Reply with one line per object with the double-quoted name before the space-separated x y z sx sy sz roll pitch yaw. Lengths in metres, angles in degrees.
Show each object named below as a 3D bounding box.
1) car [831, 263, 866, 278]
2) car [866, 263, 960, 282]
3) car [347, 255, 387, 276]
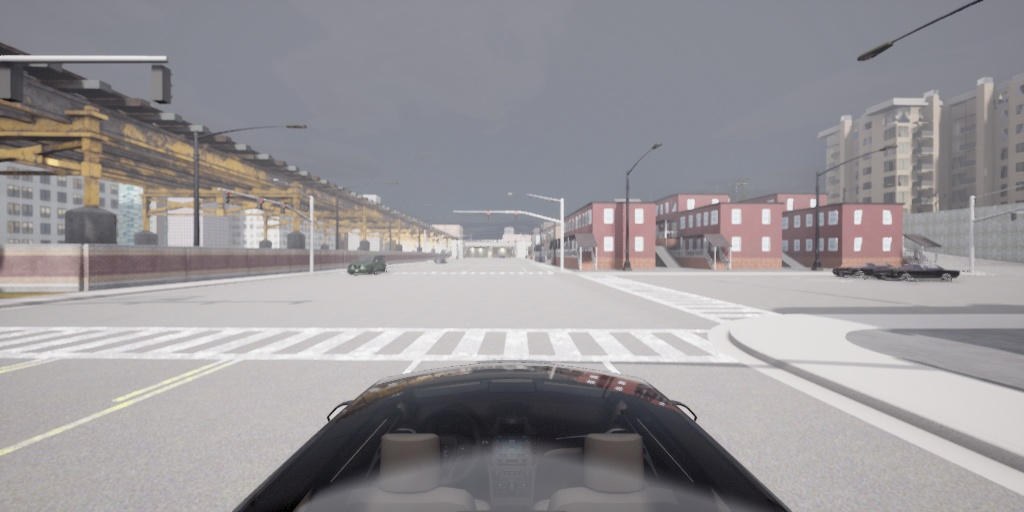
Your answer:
"car" 29.741 1.203 29.980 4.718 1.301 1.895 0 0 0
"car" 29.669 1.221 26.480 4.718 1.301 1.895 0 0 0
"car" -14.114 0.914 35.337 2.150 2.045 5.566 0 1 0
